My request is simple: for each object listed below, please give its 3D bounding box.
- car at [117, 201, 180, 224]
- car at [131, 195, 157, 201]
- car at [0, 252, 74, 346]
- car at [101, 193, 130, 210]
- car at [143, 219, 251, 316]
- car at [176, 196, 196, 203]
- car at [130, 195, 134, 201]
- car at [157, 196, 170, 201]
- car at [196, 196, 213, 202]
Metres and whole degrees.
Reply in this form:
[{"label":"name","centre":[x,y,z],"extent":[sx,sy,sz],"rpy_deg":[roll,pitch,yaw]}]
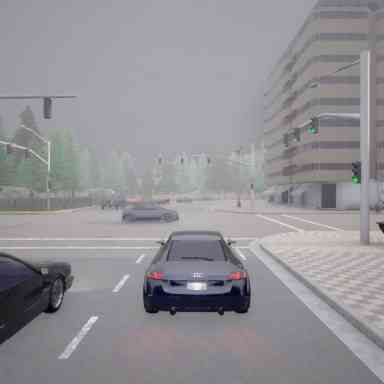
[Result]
[{"label":"car","centre":[-3.050,1.584,24.485],"extent":[4.181,1.385,1.994],"rpy_deg":[0,0,0]},{"label":"car","centre":[-6.828,1.547,48.088],"extent":[2.033,1.411,5.357],"rpy_deg":[0,0,2]},{"label":"car","centre":[-3.426,1.547,4.599],"extent":[2.033,1.411,5.357],"rpy_deg":[0,0,0]},{"label":"car","centre":[-10.404,1.221,44.430],"extent":[2.150,2.045,5.566],"rpy_deg":[0,0,2]},{"label":"car","centre":[0.094,1.564,7.632],"extent":[1.994,1.385,4.181],"rpy_deg":[0,0,0]},{"label":"car","centre":[-1.529,1.564,67.537],"extent":[1.994,1.385,4.181],"rpy_deg":[0,0,28]},{"label":"car","centre":[-9.582,1.352,53.863],"extent":[2.097,1.767,4.553],"rpy_deg":[0,0,8]},{"label":"car","centre":[-5.360,1.478,57.956],"extent":[1.882,1.535,5.008],"rpy_deg":[0,0,15]},{"label":"car","centre":[2.695,1.536,78.888],"extent":[5.357,1.411,2.033],"rpy_deg":[0,0,-45]}]
